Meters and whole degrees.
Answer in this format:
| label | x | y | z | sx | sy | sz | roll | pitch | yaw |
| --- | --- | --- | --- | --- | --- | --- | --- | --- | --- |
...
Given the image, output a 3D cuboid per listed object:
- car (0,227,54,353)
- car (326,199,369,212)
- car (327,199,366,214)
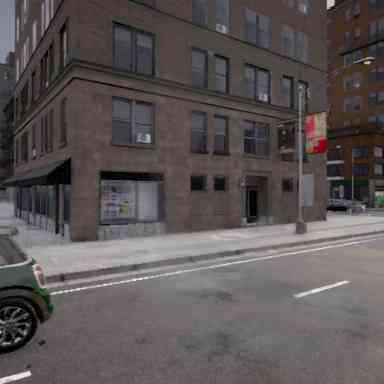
| label | x | y | z | sx | sy | sz | roll | pitch | yaw |
| --- | --- | --- | --- | --- | --- | --- | --- | --- | --- |
| car | -4.434 | 1.351 | 4.510 | 4.553 | 1.767 | 2.097 | 0 | 0 | -36 |
| car | 18.713 | 1.580 | 40.134 | 1.947 | 1.339 | 4.313 | 0 | 0 | -35 |
| car | 15.641 | 1.485 | 34.974 | 2.128 | 1.511 | 4.902 | 0 | 0 | -35 |
